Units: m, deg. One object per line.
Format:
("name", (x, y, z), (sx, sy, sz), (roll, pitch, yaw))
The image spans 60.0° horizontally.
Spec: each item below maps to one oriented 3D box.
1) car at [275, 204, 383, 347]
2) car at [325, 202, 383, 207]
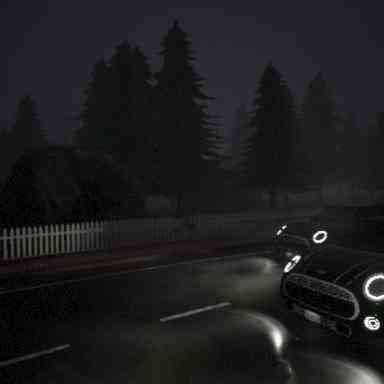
("car", (3.788, 1.220, 5.966), (4.553, 1.767, 2.097), (-1, 1, -27))
("car", (4.824, 1.151, 10.329), (4.553, 1.767, 2.097), (-1, 1, -23))
